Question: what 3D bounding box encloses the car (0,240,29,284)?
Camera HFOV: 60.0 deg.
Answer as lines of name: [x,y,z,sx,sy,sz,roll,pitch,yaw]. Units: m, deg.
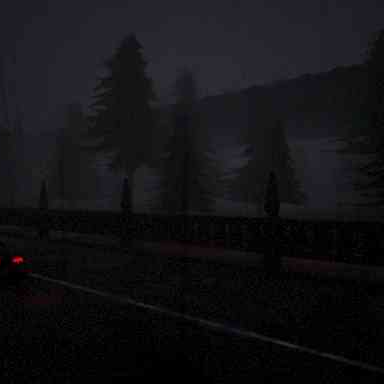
car: [-6.359,1.645,8.708,5.357,1.411,2.033,-1,-1,37]
